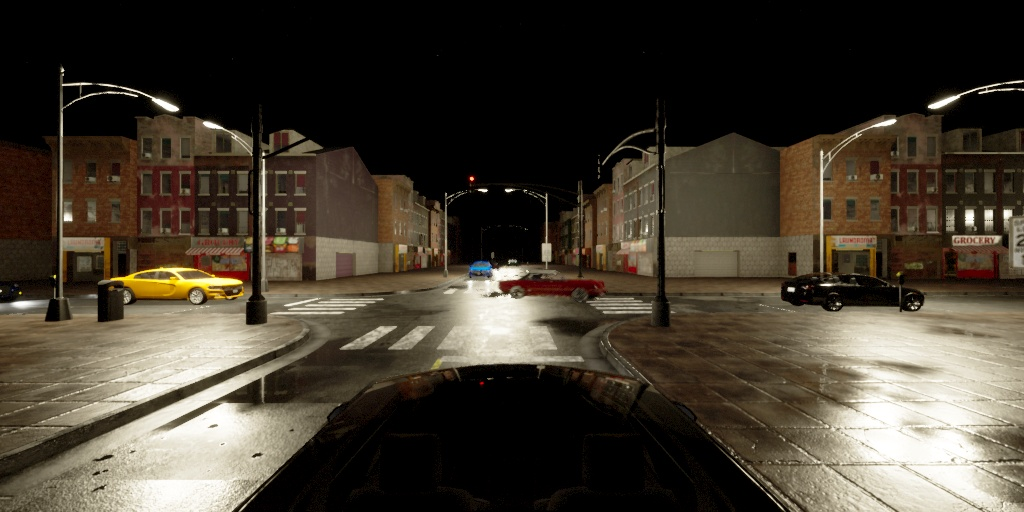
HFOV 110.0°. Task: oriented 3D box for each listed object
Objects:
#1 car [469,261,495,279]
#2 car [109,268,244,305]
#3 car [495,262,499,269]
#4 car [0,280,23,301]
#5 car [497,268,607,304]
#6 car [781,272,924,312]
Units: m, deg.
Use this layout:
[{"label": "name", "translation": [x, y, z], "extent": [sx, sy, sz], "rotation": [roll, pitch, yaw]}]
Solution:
[{"label": "car", "translation": [-2.837, 1.243, 33.009], "extent": [1.882, 1.535, 5.008], "rotation": [0, 0, 0]}, {"label": "car", "translation": [-14.588, 1.271, 15.747], "extent": [5.008, 1.535, 1.882], "rotation": [0, 0, 2]}, {"label": "car", "translation": [-2.817, 1.344, 50.405], "extent": [1.994, 1.385, 4.181], "rotation": [0, 0, 0]}, {"label": "car", "translation": [-24.592, 1.392, 15.776], "extent": [4.181, 1.385, 1.994], "rotation": [0, 0, 0]}, {"label": "car", "translation": [1.835, 1.345, 16.331], "extent": [4.718, 1.301, 1.895], "rotation": [0, 0, 26]}, {"label": "car", "translation": [12.358, 1.267, 13.195], "extent": [4.313, 1.339, 1.948], "rotation": [0, 0, 0]}]
